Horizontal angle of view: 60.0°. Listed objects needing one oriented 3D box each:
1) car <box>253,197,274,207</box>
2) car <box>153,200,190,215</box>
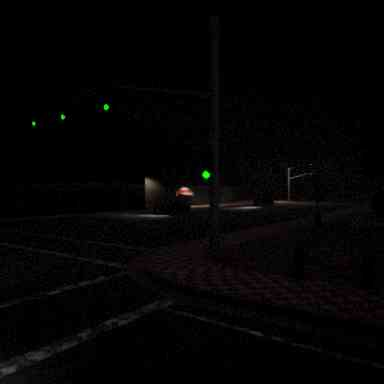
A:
[{"bbox_3d":[11.427,1.504,52.906,2.128,1.511,4.902,0,0,36],"label":"car"},{"bbox_3d":[-2.002,1.537,34.388,1.812,1.442,4.674,0,0,35],"label":"car"}]
